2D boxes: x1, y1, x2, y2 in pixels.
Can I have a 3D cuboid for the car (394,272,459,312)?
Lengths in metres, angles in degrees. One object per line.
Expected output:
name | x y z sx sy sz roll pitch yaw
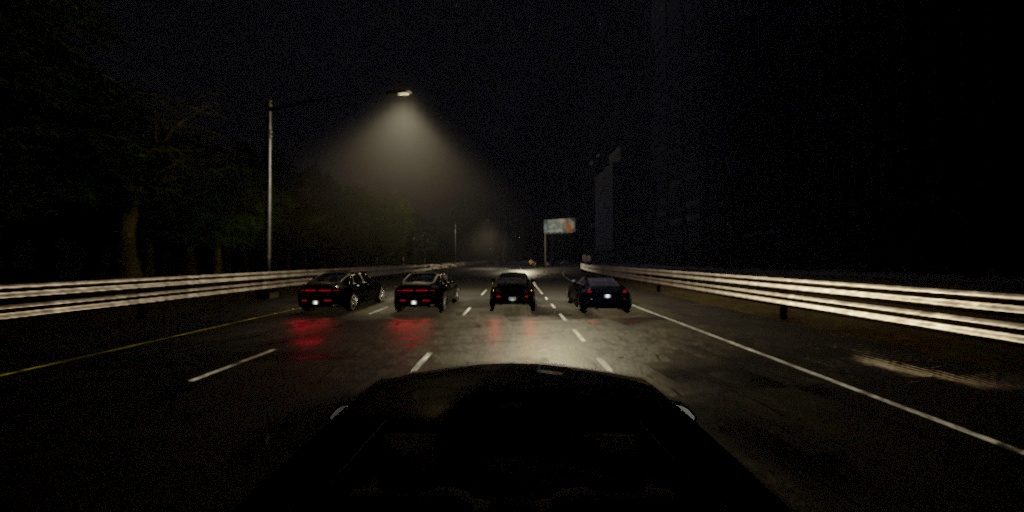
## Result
car | -3.463 1.406 15.173 1.837 1.490 4.892 0 0 1

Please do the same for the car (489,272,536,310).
car | 0.042 1.428 15.560 1.812 1.442 4.674 0 0 1

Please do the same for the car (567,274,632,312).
car | 3.537 1.463 15.157 1.994 1.385 4.181 0 -1 1

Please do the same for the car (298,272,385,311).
car | -6.964 1.406 15.182 1.837 1.490 4.892 0 0 1
